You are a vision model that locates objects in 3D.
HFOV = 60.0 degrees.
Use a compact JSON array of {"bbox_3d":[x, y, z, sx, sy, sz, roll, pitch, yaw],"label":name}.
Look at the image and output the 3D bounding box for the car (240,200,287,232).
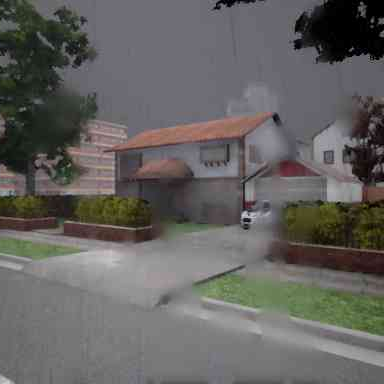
[{"bbox_3d":[4.085,1.168,17.390,1.970,1.475,3.806,0,0,36],"label":"car"}]
